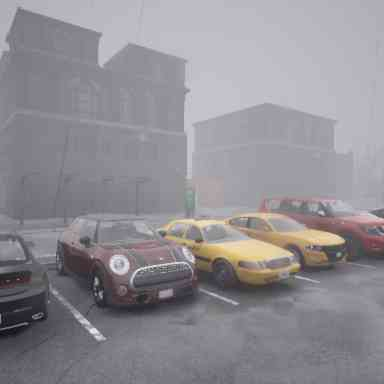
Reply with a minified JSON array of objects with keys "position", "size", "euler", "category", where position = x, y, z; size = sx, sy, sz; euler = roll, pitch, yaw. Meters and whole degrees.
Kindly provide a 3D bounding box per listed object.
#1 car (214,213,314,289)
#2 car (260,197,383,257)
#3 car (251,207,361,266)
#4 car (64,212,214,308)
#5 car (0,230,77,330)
[{"position":[0.497,1.478,9.559],"size":[1.946,1.575,5.366],"euler":[0,0,-35],"category":"car"},{"position":[4.944,1.230,12.910],"size":[2.435,2.045,5.566],"euler":[0,0,-35],"category":"car"},{"position":[2.656,1.481,11.326],"size":[2.097,1.535,5.008],"euler":[0,0,-35],"category":"car"},{"position":[-1.796,1.355,8.196],"size":[2.185,1.767,4.553],"euler":[0,0,-35],"category":"car"},{"position":[-4.145,1.481,6.481],"size":[2.231,1.521,4.892],"euler":[0,0,-35],"category":"car"}]
